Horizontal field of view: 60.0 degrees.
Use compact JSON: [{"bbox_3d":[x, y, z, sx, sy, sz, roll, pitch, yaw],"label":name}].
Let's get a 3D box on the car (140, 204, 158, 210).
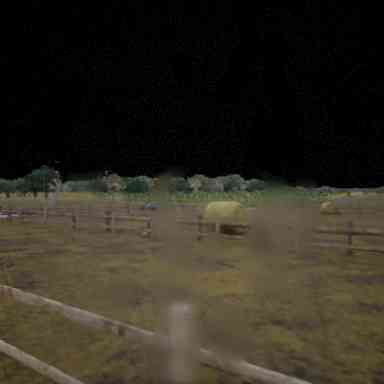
[{"bbox_3d":[-8.366,2.971,65.878,1.994,1.385,4.181,1,-1,35],"label":"car"}]
